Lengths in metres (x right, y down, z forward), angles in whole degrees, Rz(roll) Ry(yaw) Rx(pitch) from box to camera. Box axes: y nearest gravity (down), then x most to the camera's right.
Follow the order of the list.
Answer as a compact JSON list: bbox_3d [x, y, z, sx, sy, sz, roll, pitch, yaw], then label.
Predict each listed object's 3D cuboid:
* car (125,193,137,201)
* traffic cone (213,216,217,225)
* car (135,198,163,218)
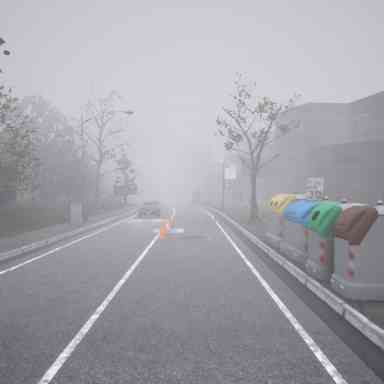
[{"bbox_3d":[-15.877,1.299,86.716,2.150,2.045,5.566,-3,0,-24],"label":"car"},{"bbox_3d":[1.506,1.913,22.069,0.340,0.580,0.340,0,0,6],"label":"traffic cone"},{"bbox_3d":[-3.599,1.450,29.423,1.837,1.490,4.892,0,0,-1],"label":"car"}]
